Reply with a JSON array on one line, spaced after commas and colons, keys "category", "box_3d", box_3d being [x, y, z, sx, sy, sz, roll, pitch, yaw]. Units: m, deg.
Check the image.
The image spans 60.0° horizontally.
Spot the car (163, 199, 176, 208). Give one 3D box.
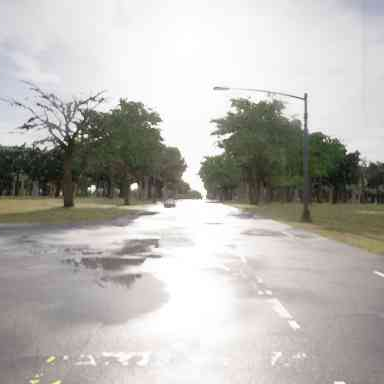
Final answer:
[{"category": "car", "box_3d": [-3.600, 1.853, 53.811, 1.812, 1.442, 4.674, 0, 0, 0]}]
